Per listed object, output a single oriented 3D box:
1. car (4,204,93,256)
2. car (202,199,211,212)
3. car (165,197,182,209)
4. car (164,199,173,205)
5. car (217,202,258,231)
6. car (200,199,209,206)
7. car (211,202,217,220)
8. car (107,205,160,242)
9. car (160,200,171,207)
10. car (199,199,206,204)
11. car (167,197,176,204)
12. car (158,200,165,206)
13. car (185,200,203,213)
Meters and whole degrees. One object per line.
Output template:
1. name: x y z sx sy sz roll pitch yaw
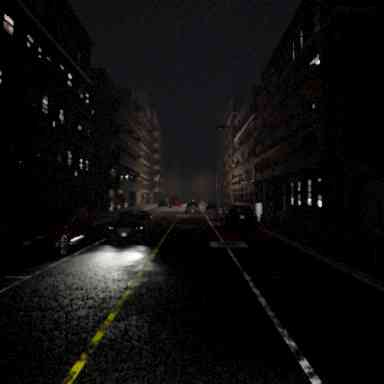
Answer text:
1. car: -5.678 1.469 13.922 2.192 1.841 5.009 0 -1 0
2. car: 2.727 2.072 47.724 2.008 1.369 4.403 0 -1 0
3. car: -3.007 1.860 58.655 2.150 2.045 5.566 0 -1 1
4. car: -5.628 2.429 81.550 1.887 1.381 4.507 0 -1 0
5. car: 3.129 1.604 22.877 2.097 1.767 4.553 0 -1 0
6. car: 2.748 2.390 75.903 1.947 1.339 4.313 0 -1 0
7. car: 3.135 1.680 29.877 2.097 1.767 4.553 0 -1 0
8. car: -3.087 1.684 17.526 2.128 1.511 4.902 0 -1 0
9. car: -5.637 2.314 70.278 2.008 1.369 4.403 0 -1 0
10. car: 2.756 2.527 87.175 1.802 1.307 4.206 0 -1 0
11. car: -5.619 2.320 92.825 2.192 1.841 5.009 0 -1 0
12. car: -5.641 2.254 64.641 2.008 1.369 4.403 0 -1 0
13. car: 0.071 2.080 43.872 1.895 1.301 4.718 0 -1 0
